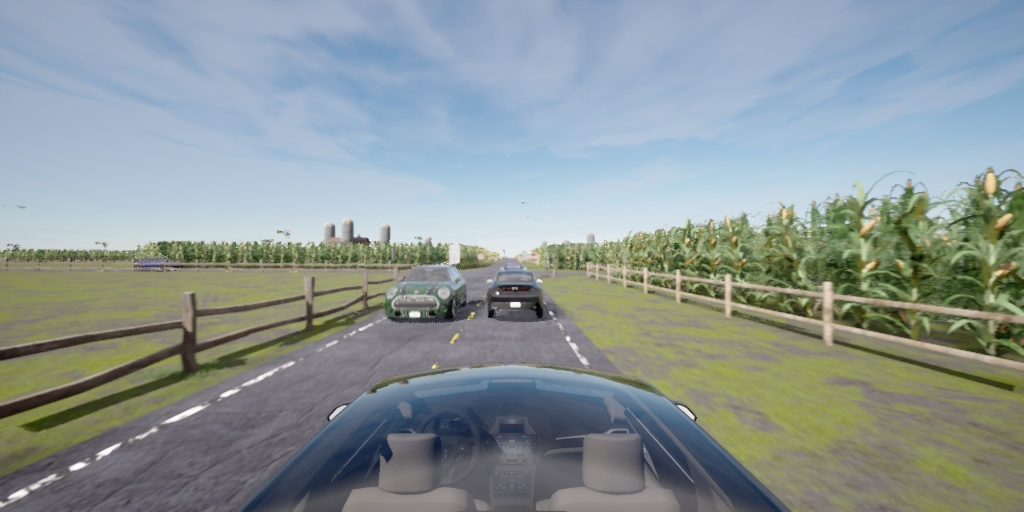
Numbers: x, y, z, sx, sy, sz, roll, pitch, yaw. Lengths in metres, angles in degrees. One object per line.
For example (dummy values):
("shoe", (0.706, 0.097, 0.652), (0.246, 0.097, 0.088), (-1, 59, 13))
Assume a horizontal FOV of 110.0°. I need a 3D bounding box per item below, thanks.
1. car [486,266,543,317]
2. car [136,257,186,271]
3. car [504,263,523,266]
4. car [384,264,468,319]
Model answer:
("car", (0.104, 1.269, 13.282), (1.837, 1.490, 4.892), (0, -1, 0))
("car", (-42.067, 0.912, 43.076), (4.553, 1.767, 2.097), (0, -1, 1))
("car", (0.110, 1.274, 26.841), (2.128, 1.511, 4.902), (0, 0, 0))
("car", (-2.842, 1.118, 12.730), (2.097, 1.767, 4.553), (0, 0, 0))
